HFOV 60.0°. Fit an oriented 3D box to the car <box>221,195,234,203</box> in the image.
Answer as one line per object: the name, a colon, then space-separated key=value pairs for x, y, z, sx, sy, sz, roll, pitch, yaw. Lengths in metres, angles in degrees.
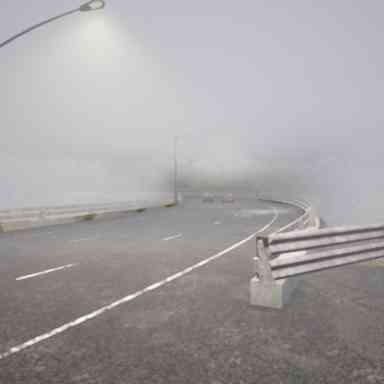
car: x=6.415 y=1.227 z=59.424 sx=1.994 sy=1.385 sz=4.181 roll=0 pitch=0 yaw=0

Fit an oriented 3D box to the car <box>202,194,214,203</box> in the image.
car: x=2.936 y=1.180 z=61.083 sx=1.837 sy=1.490 sz=4.892 roll=0 pitch=0 yaw=-3
